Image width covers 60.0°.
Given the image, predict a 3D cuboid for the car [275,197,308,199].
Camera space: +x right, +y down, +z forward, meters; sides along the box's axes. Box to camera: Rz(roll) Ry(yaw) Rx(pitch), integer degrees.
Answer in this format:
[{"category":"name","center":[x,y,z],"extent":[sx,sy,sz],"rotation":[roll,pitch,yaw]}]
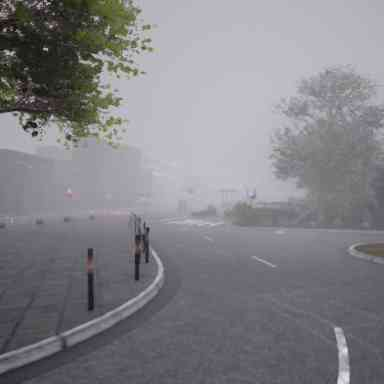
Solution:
[{"category":"car","center":[15.422,2.014,50.600],"extent":[4.553,1.767,2.185],"rotation":[0,0,24]}]

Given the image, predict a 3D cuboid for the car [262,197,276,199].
[{"category":"car","center":[14.543,2.119,61.104],"extent":[1.812,1.442,4.674],"rotation":[0,0,24]}]

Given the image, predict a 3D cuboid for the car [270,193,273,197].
[{"category":"car","center":[18.692,1.860,90.761],"extent":[5.008,1.535,2.097],"rotation":[0,0,24]}]

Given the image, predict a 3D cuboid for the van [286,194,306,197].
[{"category":"van","center":[19.954,1.826,60.736],"extent":[4.442,1.987,1.878],"rotation":[0,0,24]}]

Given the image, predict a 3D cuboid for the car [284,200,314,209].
[{"category":"car","center":[18.732,2.114,58.244],"extent":[4.674,1.452,2.002],"rotation":[0,0,24]}]

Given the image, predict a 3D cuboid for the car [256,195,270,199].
[{"category":"car","center":[14.161,2.025,68.575],"extent":[1.837,1.490,4.892],"rotation":[0,0,24]}]

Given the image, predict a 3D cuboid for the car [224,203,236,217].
[{"category":"car","center":[5.572,2.376,40.837],"extent":[1.895,1.301,4.718],"rotation":[0,0,25]}]

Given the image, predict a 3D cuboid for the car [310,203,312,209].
[{"category":"car","center":[14.286,2.163,48.069],"extent":[5.008,1.535,2.097],"rotation":[0,0,24]}]

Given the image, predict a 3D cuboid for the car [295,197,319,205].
[{"category":"car","center":[25.442,1.974,73.484],"extent":[4.792,1.488,2.163],"rotation":[0,0,24]}]

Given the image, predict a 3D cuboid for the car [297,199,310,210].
[{"category":"car","center":[13.162,2.187,45.532],"extent":[4.892,1.521,2.231],"rotation":[0,0,24]}]

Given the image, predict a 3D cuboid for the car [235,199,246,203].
[{"category":"car","center":[7.795,2.270,54.231],"extent":[1.895,1.301,4.718],"rotation":[0,0,24]}]

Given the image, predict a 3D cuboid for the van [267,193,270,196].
[{"category":"van","center":[17.678,1.656,88.143],"extent":[4.442,1.987,1.878],"rotation":[0,0,24]}]

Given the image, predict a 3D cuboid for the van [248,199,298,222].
[{"category":"van","center":[8.606,2.054,35.408],"extent":[4.442,1.987,1.878],"rotation":[0,0,24]}]

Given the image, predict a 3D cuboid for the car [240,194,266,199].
[{"category":"car","center":[14.171,1.696,80.498],"extent":[5.566,2.045,2.435],"rotation":[0,0,24]}]

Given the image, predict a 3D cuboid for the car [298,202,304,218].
[{"category":"car","center":[9.854,2.286,37.891],"extent":[4.792,1.488,2.163],"rotation":[0,0,24]}]

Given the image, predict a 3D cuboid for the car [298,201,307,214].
[{"category":"car","center":[10.771,2.230,40.521],"extent":[5.366,1.575,1.946],"rotation":[0,0,24]}]

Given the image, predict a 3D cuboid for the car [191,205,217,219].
[{"category":"car","center":[1.492,2.278,39.886],"extent":[1.882,1.535,5.008],"rotation":[0,0,24]}]

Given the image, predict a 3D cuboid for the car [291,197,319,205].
[{"category":"car","center":[24.131,1.963,71.028],"extent":[5.366,1.575,1.946],"rotation":[0,0,24]}]

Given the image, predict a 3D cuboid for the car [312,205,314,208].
[{"category":"car","center":[16.505,2.158,53.157],"extent":[4.674,1.452,2.002],"rotation":[0,0,24]}]
